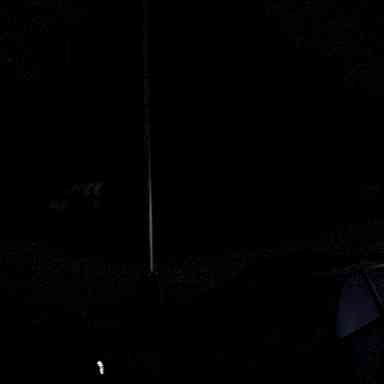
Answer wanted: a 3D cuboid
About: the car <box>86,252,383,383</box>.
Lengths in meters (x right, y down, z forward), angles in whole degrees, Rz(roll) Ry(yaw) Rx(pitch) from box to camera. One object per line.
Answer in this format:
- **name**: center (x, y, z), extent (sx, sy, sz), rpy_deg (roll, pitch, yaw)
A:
- **car**: center (1.526, 1.566, 4.259), extent (5.357, 1.411, 2.033), rpy_deg (0, 0, -39)
